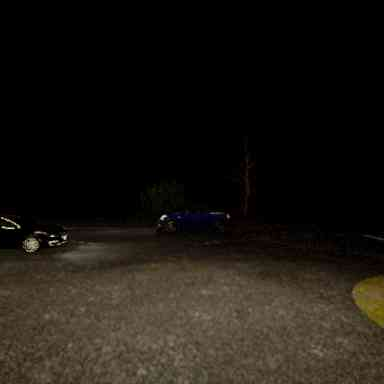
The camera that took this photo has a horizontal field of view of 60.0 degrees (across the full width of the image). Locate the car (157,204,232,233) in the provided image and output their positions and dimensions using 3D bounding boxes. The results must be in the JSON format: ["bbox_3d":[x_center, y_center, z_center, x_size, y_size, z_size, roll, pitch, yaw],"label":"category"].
[{"bbox_3d":[0.141,1.551,20.756,4.553,1.767,2.097,0,-1,-1],"label":"car"}]

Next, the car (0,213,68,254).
[{"bbox_3d":[-7.639,1.628,13.556,4.892,1.490,1.837,0,-1,-1],"label":"car"}]
